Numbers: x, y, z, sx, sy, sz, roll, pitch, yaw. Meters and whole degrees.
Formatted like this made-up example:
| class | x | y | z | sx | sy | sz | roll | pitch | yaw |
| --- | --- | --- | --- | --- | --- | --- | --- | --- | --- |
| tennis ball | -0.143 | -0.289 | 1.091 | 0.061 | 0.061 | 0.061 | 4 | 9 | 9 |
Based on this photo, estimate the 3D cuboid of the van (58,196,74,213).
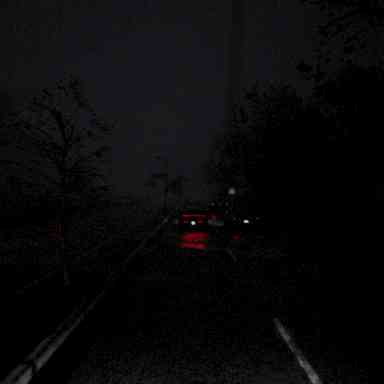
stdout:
| class | x | y | z | sx | sy | sz | roll | pitch | yaw |
| --- | --- | --- | --- | --- | --- | --- | --- | --- | --- |
| van | -14.004 | 1.343 | 32.147 | 4.442 | 1.987 | 1.878 | -1 | 0 | -20 |

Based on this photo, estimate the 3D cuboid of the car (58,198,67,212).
| class | x | y | z | sx | sy | sz | roll | pitch | yaw |
| --- | --- | --- | --- | --- | --- | --- | --- | --- | --- |
| car | -13.885 | 1.572 | 29.208 | 4.892 | 1.521 | 2.231 | -1 | 0 | -20 |

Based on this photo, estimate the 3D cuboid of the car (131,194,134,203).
| class | x | y | z | sx | sy | sz | roll | pitch | yaw |
| --- | --- | --- | --- | --- | --- | --- | --- | --- | --- |
| car | -13.914 | 1.555 | 62.176 | 4.674 | 1.452 | 2.002 | -1 | 0 | -20 |

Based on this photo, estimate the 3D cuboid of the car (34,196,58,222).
| class | x | y | z | sx | sy | sz | roll | pitch | yaw |
| --- | --- | --- | --- | --- | --- | --- | --- | --- | --- |
| car | -13.868 | 1.324 | 26.239 | 5.566 | 2.045 | 2.435 | -1 | 0 | -20 |

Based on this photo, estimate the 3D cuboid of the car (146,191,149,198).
| class | x | y | z | sx | sy | sz | roll | pitch | yaw |
| --- | --- | --- | --- | --- | --- | --- | --- | --- | --- |
| car | -13.953 | 1.189 | 83.188 | 4.553 | 1.767 | 2.185 | -1 | 1 | -20 |

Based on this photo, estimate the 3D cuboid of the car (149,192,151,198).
| class | x | y | z | sx | sy | sz | roll | pitch | yaw |
| --- | --- | --- | --- | --- | --- | --- | --- | --- | --- |
| car | -13.925 | 1.307 | 86.200 | 4.674 | 1.452 | 2.002 | -1 | 1 | -20 |

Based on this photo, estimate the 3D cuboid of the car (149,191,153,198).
| class | x | y | z | sx | sy | sz | roll | pitch | yaw |
| --- | --- | --- | --- | --- | --- | --- | --- | --- | --- |
| car | -13.917 | 1.217 | 89.200 | 5.008 | 1.535 | 2.097 | -1 | 1 | -20 |

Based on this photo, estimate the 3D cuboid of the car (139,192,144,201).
| class | x | y | z | sx | sy | sz | roll | pitch | yaw |
| --- | --- | --- | --- | --- | --- | --- | --- | --- | --- |
| car | -13.742 | 1.453 | 71.250 | 5.366 | 1.575 | 1.946 | -1 | 0 | -20 |

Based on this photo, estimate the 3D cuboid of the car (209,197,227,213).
| class | x | y | z | sx | sy | sz | roll | pitch | yaw |
| --- | --- | --- | --- | --- | --- | --- | --- | --- | --- |
| car | 3.055 | 1.416 | 38.460 | 2.097 | 1.767 | 4.553 | 0 | 0 | 0 |

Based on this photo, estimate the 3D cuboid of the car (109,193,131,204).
| class | x | y | z | sx | sy | sz | roll | pitch | yaw |
| --- | --- | --- | --- | --- | --- | --- | --- | --- | --- |
| car | -14.080 | 1.525 | 59.103 | 5.366 | 1.575 | 1.946 | -1 | 0 | -20 |

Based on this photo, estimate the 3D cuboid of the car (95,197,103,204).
| class | x | y | z | sx | sy | sz | roll | pitch | yaw |
| --- | --- | --- | --- | --- | --- | --- | --- | --- | --- |
| car | -13.872 | 1.583 | 41.174 | 4.792 | 1.488 | 2.163 | -1 | 0 | -20 |

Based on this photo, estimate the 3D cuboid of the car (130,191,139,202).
| class | x | y | z | sx | sy | sz | roll | pitch | yaw |
| --- | --- | --- | --- | --- | --- | --- | --- | --- | --- |
| car | -13.889 | 1.252 | 65.194 | 5.566 | 2.045 | 2.435 | -1 | 0 | -20 |

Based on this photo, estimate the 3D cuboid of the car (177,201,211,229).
| class | x | y | z | sx | sy | sz | roll | pitch | yaw |
| --- | --- | --- | --- | --- | --- | --- | --- | --- | --- |
| car | 0.075 | 1.591 | 22.260 | 1.837 | 1.490 | 4.892 | 0 | 0 | 0 |

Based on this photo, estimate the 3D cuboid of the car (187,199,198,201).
| class | x | y | z | sx | sy | sz | roll | pitch | yaw |
| --- | --- | --- | --- | --- | --- | --- | --- | --- | --- |
| car | 0.053 | 1.588 | 39.709 | 1.812 | 1.442 | 4.674 | 0 | 0 | 0 |

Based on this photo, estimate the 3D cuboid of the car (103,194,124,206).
| class | x | y | z | sx | sy | sz | roll | pitch | yaw |
| --- | --- | --- | --- | --- | --- | --- | --- | --- | --- |
| car | -13.879 | 1.566 | 53.179 | 4.792 | 1.488 | 2.163 | -1 | 0 | -20 |

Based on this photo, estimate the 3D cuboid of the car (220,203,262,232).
| class | x | y | z | sx | sy | sz | roll | pitch | yaw |
| --- | --- | --- | --- | --- | --- | --- | --- | --- | --- |
| car | 3.076 | 1.650 | 20.897 | 1.994 | 1.385 | 4.181 | 0 | 0 | 0 |

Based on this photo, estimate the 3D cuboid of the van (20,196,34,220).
| class | x | y | z | sx | sy | sz | roll | pitch | yaw |
| --- | --- | --- | --- | --- | --- | --- | --- | --- | --- |
| van | -13.783 | 1.353 | 23.286 | 4.442 | 1.987 | 1.878 | -1 | 0 | -20 |

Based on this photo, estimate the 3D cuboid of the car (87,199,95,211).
| class | x | y | z | sx | sy | sz | roll | pitch | yaw |
| --- | --- | --- | --- | --- | --- | --- | --- | --- | --- |
| car | -13.892 | 1.598 | 38.155 | 4.674 | 1.452 | 2.002 | -1 | 0 | -20 |

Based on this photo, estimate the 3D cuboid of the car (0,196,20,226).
| class | x | y | z | sx | sy | sz | roll | pitch | yaw |
| --- | --- | --- | --- | --- | --- | --- | --- | --- | --- |
| car | -13.916 | 1.332 | 20.243 | 5.566 | 2.045 | 2.435 | -1 | 0 | -20 |

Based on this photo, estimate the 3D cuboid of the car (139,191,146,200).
| class | x | y | z | sx | sy | sz | roll | pitch | yaw |
| --- | --- | --- | --- | --- | --- | --- | --- | --- | --- |
| car | -13.945 | 1.179 | 74.175 | 5.566 | 2.045 | 2.435 | -1 | 1 | -20 |

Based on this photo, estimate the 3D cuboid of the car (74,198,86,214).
| class | x | y | z | sx | sy | sz | roll | pitch | yaw |
| --- | --- | --- | --- | --- | --- | --- | --- | --- | --- |
| car | -13.867 | 1.437 | 35.182 | 4.553 | 1.767 | 2.185 | -1 | 0 | -20 |
